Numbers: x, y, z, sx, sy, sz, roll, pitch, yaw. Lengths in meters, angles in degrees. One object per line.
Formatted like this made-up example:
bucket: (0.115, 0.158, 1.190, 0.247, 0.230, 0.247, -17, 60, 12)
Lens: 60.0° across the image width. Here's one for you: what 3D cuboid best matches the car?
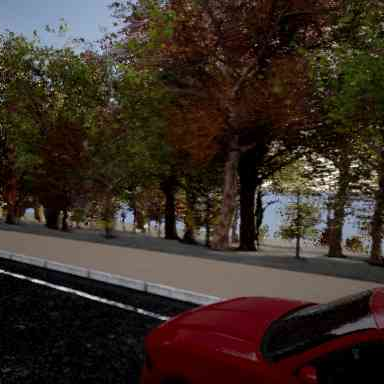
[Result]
car: (1.810, 1.478, 2.394, 5.008, 1.535, 1.882, 0, 0, 36)
